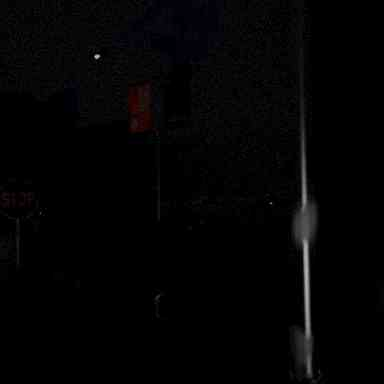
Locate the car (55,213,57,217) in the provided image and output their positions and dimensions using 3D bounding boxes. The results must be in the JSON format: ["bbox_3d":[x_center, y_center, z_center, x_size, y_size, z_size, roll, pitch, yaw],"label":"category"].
[{"bbox_3d":[-12.201,1.481,23.059,2.033,1.411,5.357,-2,0,35],"label":"car"}]

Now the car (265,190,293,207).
[{"bbox_3d":[9.724,0.890,37.029,1.837,1.490,4.892,-2,0,35],"label":"car"}]

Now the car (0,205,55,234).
[{"bbox_3d":[-9.243,1.193,15.602,2.097,1.767,4.553,-2,0,35],"label":"car"}]

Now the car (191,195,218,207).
[{"bbox_3d":[1.706,1.126,42.892,1.812,1.442,4.674,-2,0,35],"label":"car"}]

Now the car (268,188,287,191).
[{"bbox_3d":[12.230,0.524,46.293,2.150,2.045,5.566,-2,0,35],"label":"car"}]
